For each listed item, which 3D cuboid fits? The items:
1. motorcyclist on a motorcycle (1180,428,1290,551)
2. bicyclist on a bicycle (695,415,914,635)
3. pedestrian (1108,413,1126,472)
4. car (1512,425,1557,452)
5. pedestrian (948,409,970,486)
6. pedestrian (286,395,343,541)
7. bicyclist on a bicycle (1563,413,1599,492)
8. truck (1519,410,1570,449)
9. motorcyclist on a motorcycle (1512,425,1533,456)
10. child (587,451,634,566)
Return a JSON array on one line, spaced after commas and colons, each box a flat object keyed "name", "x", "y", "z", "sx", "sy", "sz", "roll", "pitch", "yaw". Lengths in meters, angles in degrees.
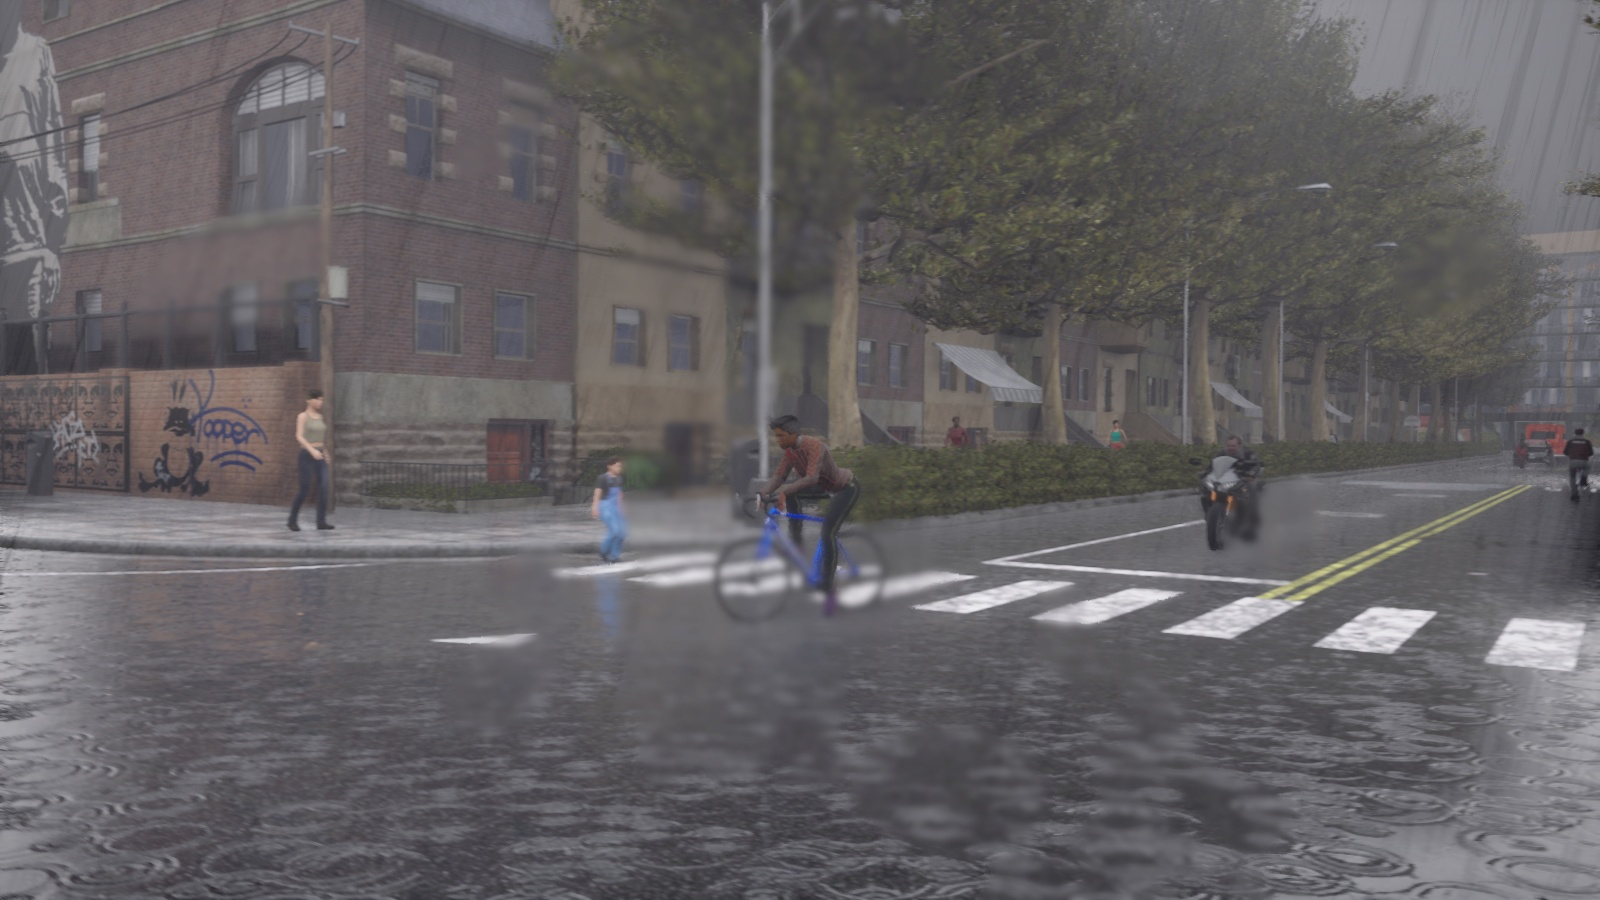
[{"name": "motorcyclist on a motorcycle", "x": 5.859, "y": 0.484, "z": 16.829, "sx": 0.866, "sy": 1.530, "sz": 2.191, "roll": 0, "pitch": 1, "yaw": 33}, {"name": "bicyclist on a bicycle", "x": 0.055, "y": 0.547, "z": 10.017, "sx": 1.656, "sy": 1.620, "sz": 0.582, "roll": -1, "pitch": 0, "yaw": -33}, {"name": "pedestrian", "x": 9.888, "y": -0.236, "z": 39.150, "sx": 0.345, "sy": 1.836, "sz": 0.594, "roll": 0, "pitch": 1, "yaw": 36}, {"name": "car", "x": 42.462, "y": -0.697, "z": 72.585, "sx": 2.007, "sy": 1.525, "sz": 4.514, "roll": 0, "pitch": 1, "yaw": 33}, {"name": "pedestrian", "x": 3.848, "y": -0.062, "z": 30.402, "sx": 0.331, "sy": 1.846, "sz": 0.636, "roll": 0, "pitch": 1, "yaw": 27}, {"name": "pedestrian", "x": -6.225, "y": 0.225, "z": 16.102, "sx": 0.594, "sy": 1.836, "sz": 0.345, "roll": 0, "pitch": 1, "yaw": 25}, {"name": "bicyclist on a bicycle", "x": 18.126, "y": 0.040, "z": 29.135, "sx": 0.659, "sy": 1.776, "sz": 1.843, "roll": 0, "pitch": 1, "yaw": 33}, {"name": "truck", "x": 48.735, "y": -1.317, "z": 82.141, "sx": 2.627, "sy": 2.467, "sz": 5.204, "roll": 0, "pitch": 1, "yaw": 33}, {"name": "motorcyclist on a motorcycle", "x": 36.678, "y": -0.487, "z": 63.734, "sx": 0.797, "sy": 1.523, "sz": 2.044, "roll": 0, "pitch": 1, "yaw": 32}, {"name": "child", "x": -2.127, "y": 0.645, "z": 14.070, "sx": 0.437, "sy": 1.263, "sz": 0.270, "roll": 0, "pitch": 1, "yaw": 35}]
